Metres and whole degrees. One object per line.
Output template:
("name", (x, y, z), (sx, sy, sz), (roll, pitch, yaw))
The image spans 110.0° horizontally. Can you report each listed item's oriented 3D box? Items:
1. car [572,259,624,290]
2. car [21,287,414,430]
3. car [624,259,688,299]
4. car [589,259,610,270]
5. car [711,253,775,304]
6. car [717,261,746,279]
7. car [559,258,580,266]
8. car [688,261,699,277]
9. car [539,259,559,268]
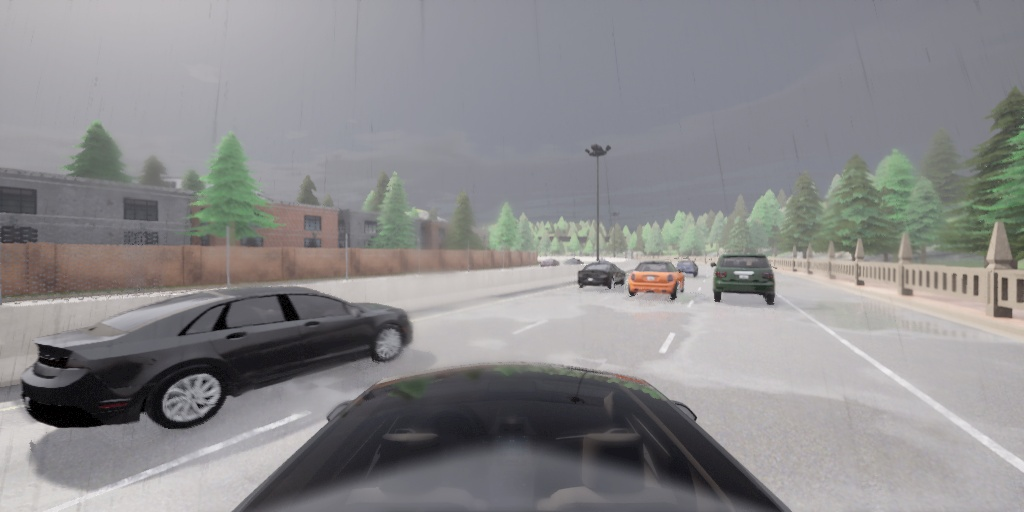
("car", (5.568, 1.144, 21.905), (1.882, 1.535, 5.008), (0, 0, 30))
("car", (-3.781, 1.243, 5.798), (1.837, 1.490, 4.892), (0, 0, 30))
("car", (7.307, 1.032, 17.931), (2.097, 1.767, 4.553), (0, 0, 30))
("car", (11.725, 1.086, 47.703), (1.812, 1.442, 4.674), (0, 0, 25))
("car", (10.458, 0.904, 16.385), (2.150, 2.045, 5.566), (0, 0, 30))
("car", (19.448, 1.160, 31.951), (2.033, 1.411, 5.357), (0, 0, 29))
("car", (8.299, 1.068, 48.672), (1.837, 1.490, 4.892), (0, 0, 26))
("car", (16.351, 1.156, 33.593), (2.033, 1.411, 5.357), (0, 0, 30))
("car", (5.400, 1.081, 50.689), (1.812, 1.442, 4.674), (0, 0, 25))
